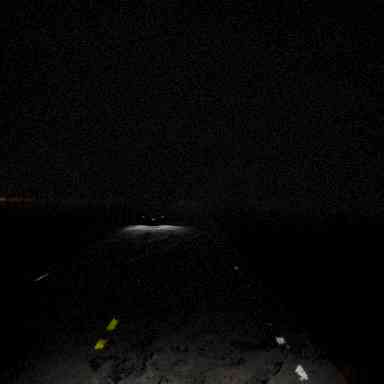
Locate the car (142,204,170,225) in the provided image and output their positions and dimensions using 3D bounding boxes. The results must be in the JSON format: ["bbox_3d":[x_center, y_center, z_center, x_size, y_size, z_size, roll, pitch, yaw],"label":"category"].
[{"bbox_3d":[-2.848,1.795,26.866,1.837,1.490,4.892,0,-1,0],"label":"car"}]
